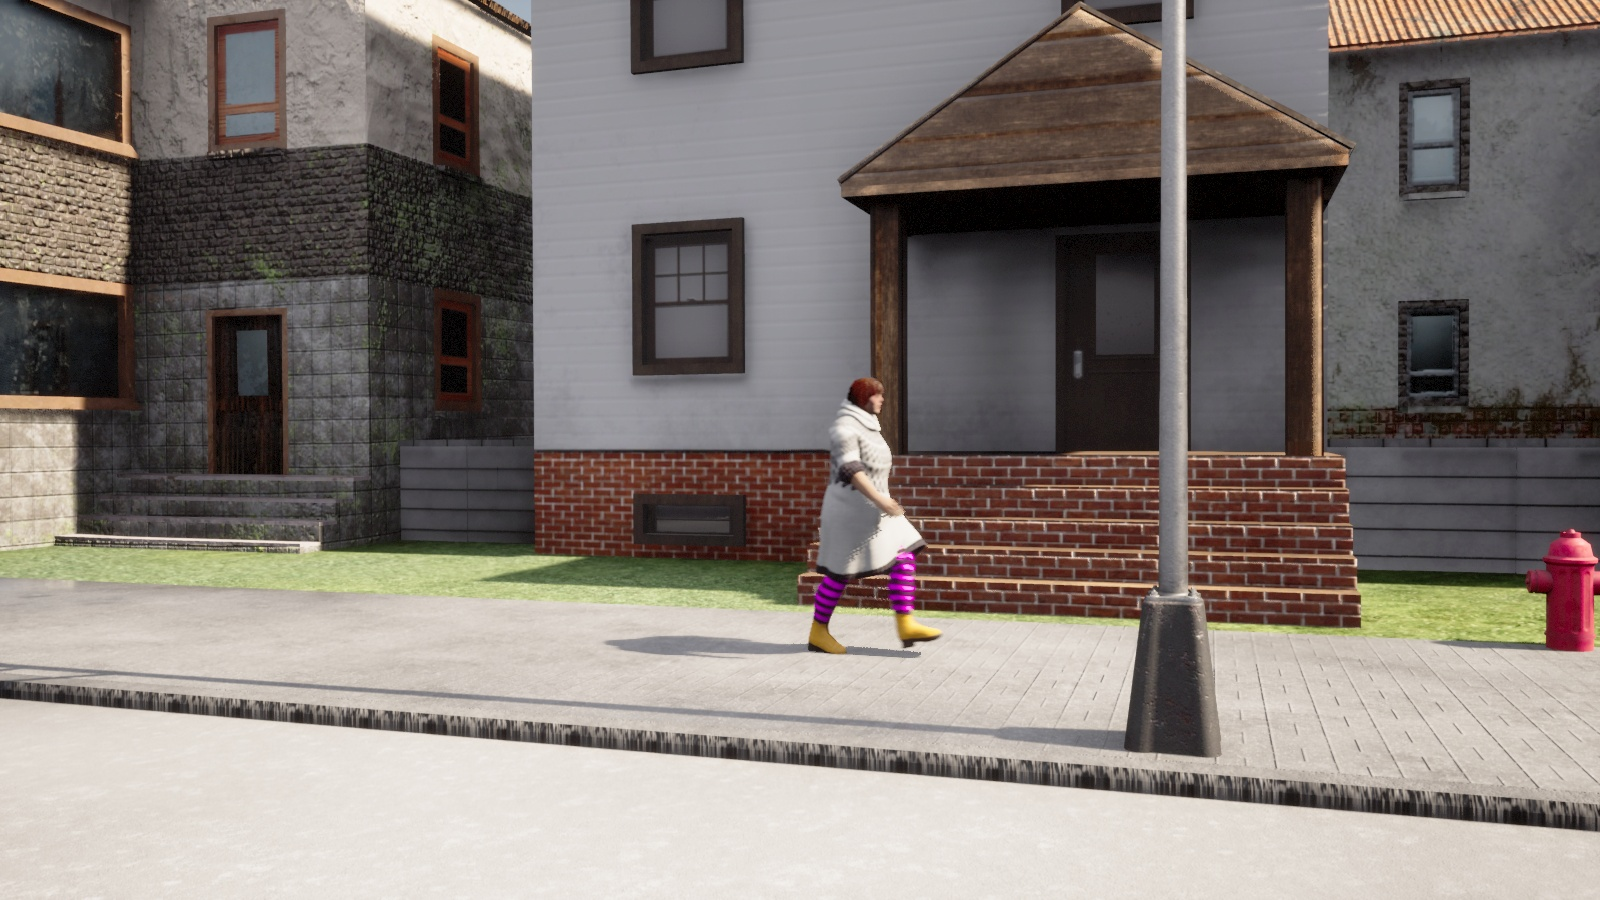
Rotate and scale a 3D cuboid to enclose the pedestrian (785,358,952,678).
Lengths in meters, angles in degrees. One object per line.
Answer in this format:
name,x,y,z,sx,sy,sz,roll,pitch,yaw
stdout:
pedestrian,0.451,0.407,8.166,0.873,1.952,0.659,1,1,29
